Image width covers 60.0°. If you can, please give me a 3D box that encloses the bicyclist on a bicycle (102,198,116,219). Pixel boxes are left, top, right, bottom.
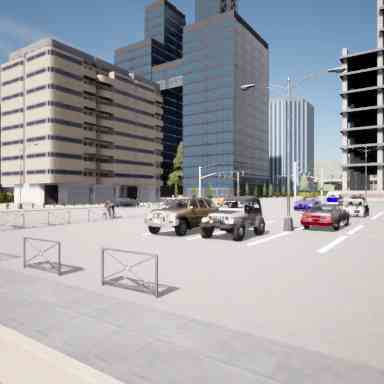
[{"bbox_3d":[-6.582,1.302,26.262,1.656,1.620,0.582,0,0,34],"label":"bicyclist on a bicycle"}]

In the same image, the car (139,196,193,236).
[{"bbox_3d":[-0.334,1.153,17.314,1.932,1.855,4.605,0,0,34],"label":"car"}]

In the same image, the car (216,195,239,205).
[{"bbox_3d":[6.281,1.352,58.820,2.097,1.767,4.553,0,0,34],"label":"car"}]

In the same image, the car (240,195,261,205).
[{"bbox_3d":[10.316,1.353,58.393,2.097,1.767,4.553,0,0,34],"label":"car"}]

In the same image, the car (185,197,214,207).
[{"bbox_3d":[1.247,1.492,51.185,2.128,1.511,4.902,0,0,34],"label":"car"}]

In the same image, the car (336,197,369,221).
[{"bbox_3d":[14.033,1.395,28.634,1.970,1.475,3.806,0,0,34],"label":"car"}]

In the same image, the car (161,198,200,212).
[{"bbox_3d":[-1.291,1.547,41.000,2.033,1.411,5.357,0,0,34],"label":"car"}]

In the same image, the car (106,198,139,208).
[{"bbox_3d":[-9.832,1.547,47.460,2.033,1.411,5.357,0,0,34],"label":"car"}]

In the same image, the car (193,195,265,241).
[{"bbox_3d":[2.037,1.156,15.653,1.905,1.878,3.866,0,0,34],"label":"car"}]
